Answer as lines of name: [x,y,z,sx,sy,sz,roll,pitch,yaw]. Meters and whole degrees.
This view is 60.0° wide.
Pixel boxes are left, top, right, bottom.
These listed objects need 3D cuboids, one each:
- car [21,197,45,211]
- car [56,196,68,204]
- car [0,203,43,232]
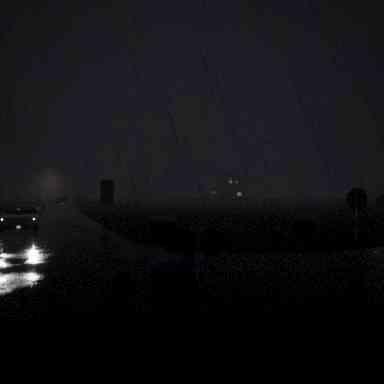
car: [-13.968,1.395,28.650,1.812,1.442,4.674,1,0,-23]
car: [-23.100,1.345,59.010,2.033,1.411,5.357,1,0,-21]
car: [-9.932,1.507,19.366,1.895,1.301,4.718,1,0,-24]
